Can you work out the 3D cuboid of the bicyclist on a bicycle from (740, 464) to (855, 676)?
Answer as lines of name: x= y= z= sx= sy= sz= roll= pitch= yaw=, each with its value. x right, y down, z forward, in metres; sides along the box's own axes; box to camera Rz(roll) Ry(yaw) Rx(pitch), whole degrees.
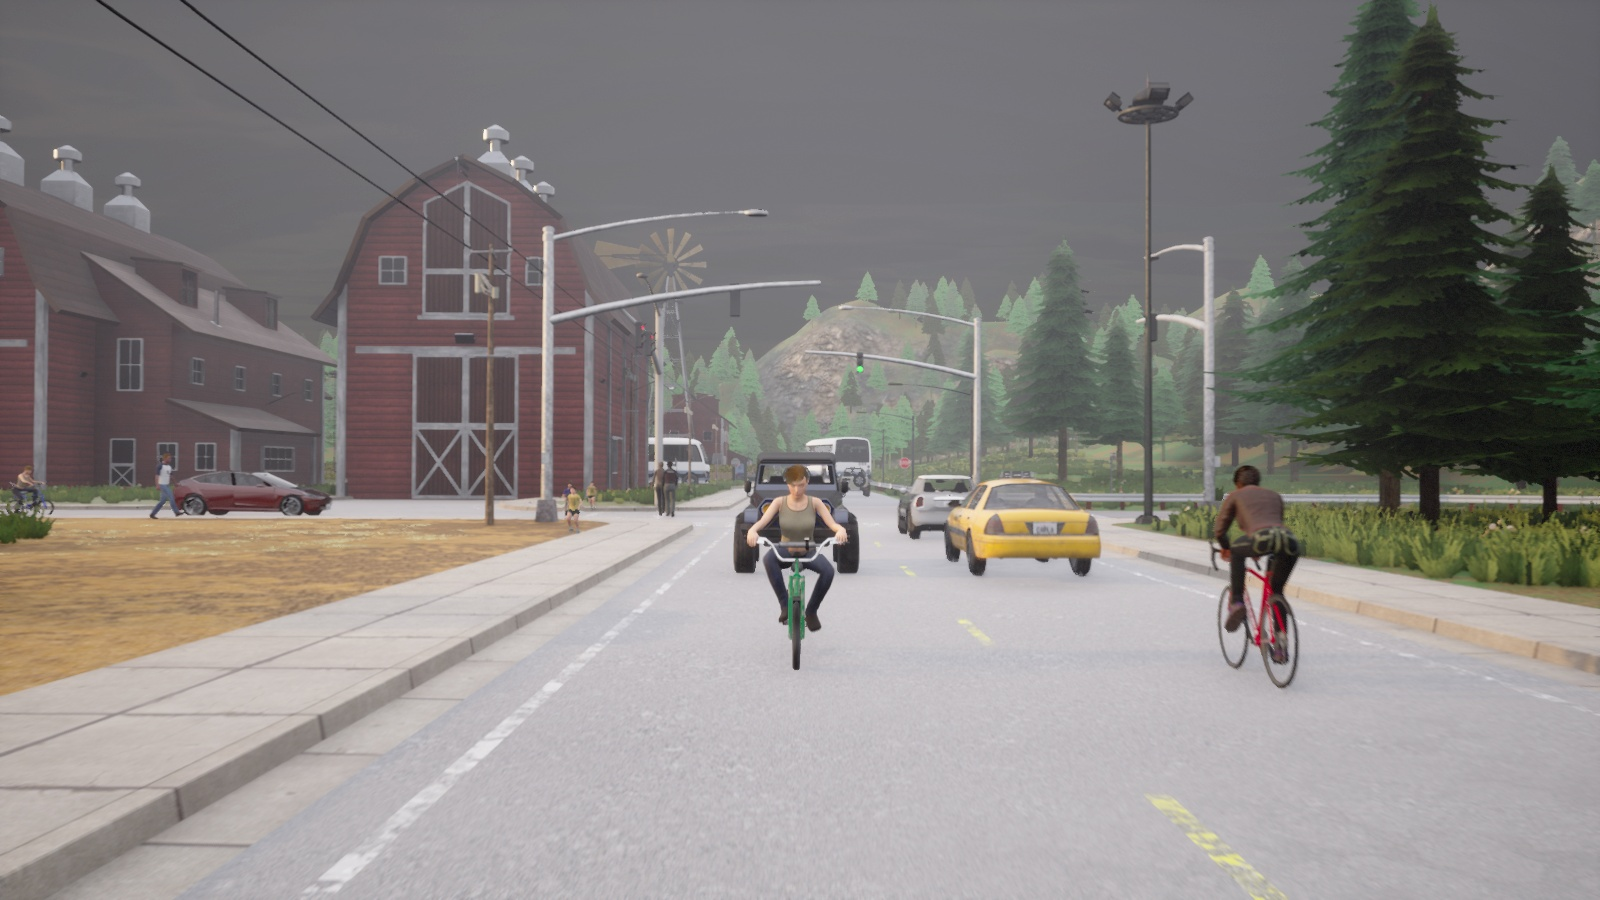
bicyclist on a bicycle: x=-0.017 y=0.924 z=10.328 sx=0.866 sy=1.612 sz=1.509 roll=0 pitch=-1 yaw=0

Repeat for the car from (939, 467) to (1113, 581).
car: x=3.450 y=1.076 z=20.193 sx=1.801 sy=1.575 sz=5.366 roll=0 pitch=-1 yaw=0

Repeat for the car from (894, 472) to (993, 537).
car: x=3.425 y=1.277 z=30.617 sx=1.970 sy=1.475 sz=3.806 roll=0 pitch=-1 yaw=0

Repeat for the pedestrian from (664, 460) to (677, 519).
pedestrian: x=-4.278 y=1.301 z=41.568 sx=0.402 sy=1.930 sz=0.666 roll=0 pitch=-1 yaw=-5

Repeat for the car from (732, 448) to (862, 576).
car: x=-0.051 y=0.953 z=20.487 sx=1.905 sy=1.878 sz=3.866 roll=0 pitch=-1 yaw=0

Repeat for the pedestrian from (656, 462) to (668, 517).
pedestrian: x=-4.648 y=1.316 z=42.374 sx=0.331 sy=1.846 sz=0.634 roll=0 pitch=-1 yaw=2

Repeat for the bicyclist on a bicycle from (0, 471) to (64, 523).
bicyclist on a bicycle: x=-24.362 y=1.487 z=39.838 sx=1.509 sy=1.612 sz=0.866 roll=0 pitch=-1 yaw=-1

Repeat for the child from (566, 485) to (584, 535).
child: x=-5.004 y=1.327 z=27.928 sx=0.255 sy=1.110 sz=0.394 roll=0 pitch=-1 yaw=13

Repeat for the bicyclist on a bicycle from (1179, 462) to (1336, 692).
bicyclist on a bicycle: x=3.476 y=0.915 z=9.680 sx=0.582 sy=1.620 sz=1.656 roll=0 pitch=-1 yaw=0

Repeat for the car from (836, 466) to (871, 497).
car: x=3.310 y=1.922 z=78.102 sx=1.932 sy=1.855 sz=4.605 roll=0 pitch=-1 yaw=0

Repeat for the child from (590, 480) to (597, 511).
child: x=-7.646 y=1.679 z=46.409 sx=0.255 sy=1.110 sz=0.394 roll=0 pitch=-1 yaw=-10

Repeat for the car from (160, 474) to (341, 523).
car: x=-17.410 y=1.522 z=39.980 sx=4.792 sy=1.488 sz=2.163 roll=0 pitch=-1 yaw=-1

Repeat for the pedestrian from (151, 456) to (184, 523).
pedestrian: x=-17.313 y=1.084 z=34.370 sx=0.706 sy=1.836 sz=0.354 roll=0 pitch=-1 yaw=3
